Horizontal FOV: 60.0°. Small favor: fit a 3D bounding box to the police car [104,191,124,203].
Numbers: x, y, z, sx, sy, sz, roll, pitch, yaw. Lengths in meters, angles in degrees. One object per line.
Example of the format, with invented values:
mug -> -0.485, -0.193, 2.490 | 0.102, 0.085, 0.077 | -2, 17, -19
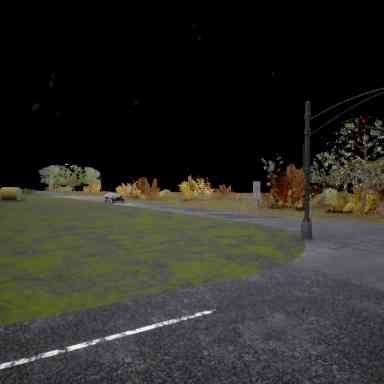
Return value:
police car -> -11.649, 0.744, 49.739 | 1.930, 1.638, 5.238 | 1, 0, -32
